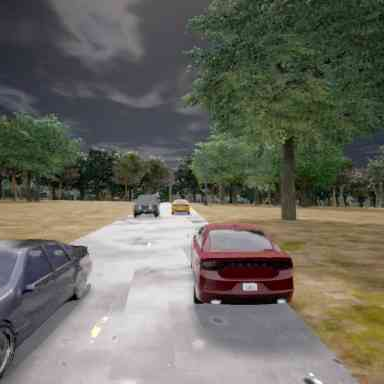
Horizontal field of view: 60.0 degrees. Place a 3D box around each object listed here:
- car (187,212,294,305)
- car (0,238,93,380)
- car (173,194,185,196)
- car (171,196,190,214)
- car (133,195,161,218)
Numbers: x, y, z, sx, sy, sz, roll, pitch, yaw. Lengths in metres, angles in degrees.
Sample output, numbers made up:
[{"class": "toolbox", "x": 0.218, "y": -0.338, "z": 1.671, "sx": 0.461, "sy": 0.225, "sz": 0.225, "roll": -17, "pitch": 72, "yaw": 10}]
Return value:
[{"class": "car", "x": 0.933, "y": 1.477, "z": 8.187, "sx": 1.882, "sy": 1.535, "sz": 5.008, "roll": 0, "pitch": 0, "yaw": -1}, {"class": "car", "x": -3.186, "y": 1.548, "z": 5.582, "sx": 2.033, "sy": 1.411, "sz": 5.357, "roll": 0, "pitch": 0, "yaw": -1}, {"class": "car", "x": -1.775, "y": 1.357, "z": 46.394, "sx": 2.150, "sy": 2.045, "sz": 5.566, "roll": 0, "pitch": 0, "yaw": -3}, {"class": "car", "x": -1.248, "y": 1.549, "z": 35.886, "sx": 1.882, "sy": 1.535, "sz": 5.008, "roll": 0, "pitch": 0, "yaw": -3}, {"class": "car", "x": -4.110, "y": 1.264, "z": 30.878, "sx": 2.150, "sy": 2.045, "sz": 5.566, "roll": 0, "pitch": 0, "yaw": -3}]
